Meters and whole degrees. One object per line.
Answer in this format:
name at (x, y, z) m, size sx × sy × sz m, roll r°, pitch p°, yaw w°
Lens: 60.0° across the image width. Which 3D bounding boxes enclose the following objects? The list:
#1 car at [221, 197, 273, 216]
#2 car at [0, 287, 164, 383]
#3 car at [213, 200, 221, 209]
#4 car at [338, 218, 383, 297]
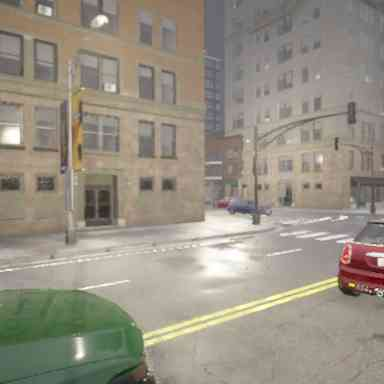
car at (5.070, 1.394, 29.708) m, size 1.812 × 1.442 × 4.674 m, roll 0°, pitch 0°, yaw -35°
car at (-2.733, 1.246, 1.423) m, size 5.566 × 2.045 × 2.150 m, roll -1°, pitch 0°, yaw -36°
car at (4.376, 1.303, 40.042) m, size 1.967 × 1.590 × 4.097 m, roll 0°, pitch 0°, yaw -36°
car at (5.222, 1.290, 7.296) m, size 4.553 × 1.767 × 2.097 m, roll -1°, pitch 0°, yaw -37°
